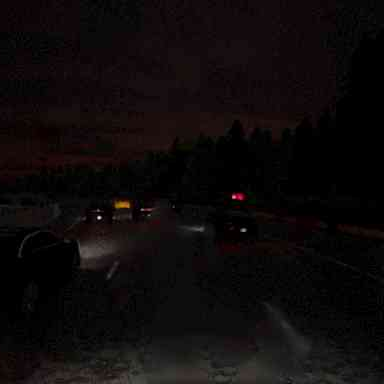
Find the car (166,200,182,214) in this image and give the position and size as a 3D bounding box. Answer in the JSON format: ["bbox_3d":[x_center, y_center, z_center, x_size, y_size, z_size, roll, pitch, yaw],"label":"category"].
[{"bbox_3d":[-2.651,1.536,35.091,2.033,1.411,5.357,0,0,-19],"label":"car"}]

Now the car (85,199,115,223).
[{"bbox_3d":[-7.015,1.511,25.319,1.837,1.490,4.892,0,0,-15],"label":"car"}]

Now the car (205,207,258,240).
[{"bbox_3d":[1.924,1.511,17.052,1.812,1.442,4.674,0,0,-9],"label":"car"}]

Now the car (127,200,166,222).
[{"bbox_3d":[-3.742,1.487,26.534,2.128,1.511,4.902,0,0,-14],"label":"car"}]

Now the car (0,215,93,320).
[{"bbox_3d":[-3.878,1.498,7.238,2.128,1.511,4.902,0,0,-4],"label":"car"}]

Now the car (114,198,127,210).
[{"bbox_3d":[-9.167,1.481,41.889,1.882,1.535,5.008,0,0,-23],"label":"car"}]
